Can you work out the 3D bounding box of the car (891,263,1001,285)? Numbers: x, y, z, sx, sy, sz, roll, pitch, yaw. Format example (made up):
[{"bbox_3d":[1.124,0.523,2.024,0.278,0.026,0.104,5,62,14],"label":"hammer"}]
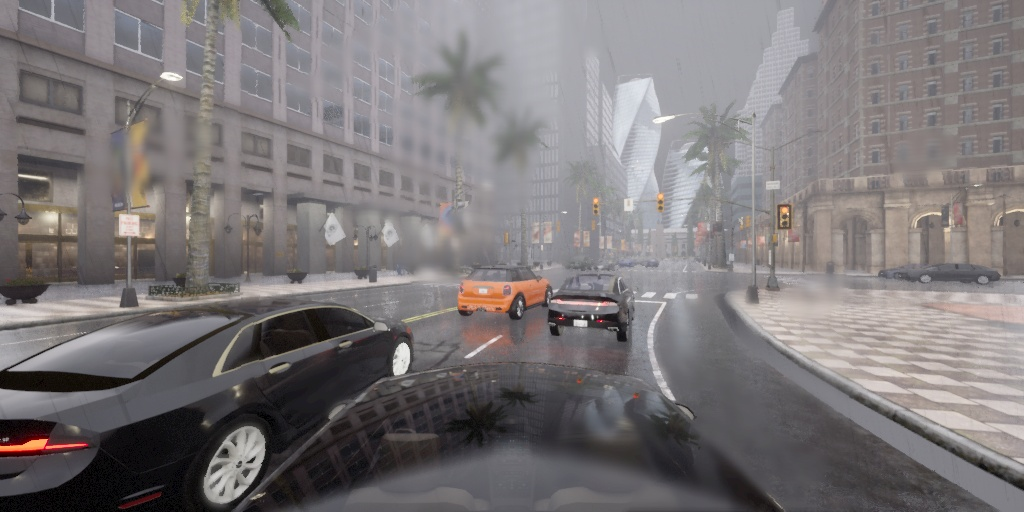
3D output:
[{"bbox_3d":[31.661,1.255,26.183,4.892,1.490,1.837,0,0,25],"label":"car"}]

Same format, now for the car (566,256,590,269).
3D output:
[{"bbox_3d":[8.982,0.973,47.691,2.150,2.045,5.566,0,0,27],"label":"car"}]

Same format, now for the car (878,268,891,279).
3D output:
[{"bbox_3d":[33.036,1.314,29.406,4.181,1.385,1.994,0,0,27],"label":"car"}]

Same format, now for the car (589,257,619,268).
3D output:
[{"bbox_3d":[11.725,1.241,45.352,2.128,1.511,4.902,0,0,27],"label":"car"}]

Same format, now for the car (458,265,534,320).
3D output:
[{"bbox_3d":[-0.051,1.102,13.028,2.097,1.767,4.553,0,0,23],"label":"car"}]

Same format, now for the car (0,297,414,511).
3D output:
[{"bbox_3d":[-2.841,1.255,4.329,1.837,1.490,4.892,0,0,8],"label":"car"}]

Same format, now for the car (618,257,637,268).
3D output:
[{"bbox_3d":[19.134,1.227,60.024,1.882,1.535,5.008,0,0,27],"label":"car"}]

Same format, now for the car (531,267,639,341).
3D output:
[{"bbox_3d":[2.374,1.242,9.999,2.128,1.511,4.902,0,0,22],"label":"car"}]
